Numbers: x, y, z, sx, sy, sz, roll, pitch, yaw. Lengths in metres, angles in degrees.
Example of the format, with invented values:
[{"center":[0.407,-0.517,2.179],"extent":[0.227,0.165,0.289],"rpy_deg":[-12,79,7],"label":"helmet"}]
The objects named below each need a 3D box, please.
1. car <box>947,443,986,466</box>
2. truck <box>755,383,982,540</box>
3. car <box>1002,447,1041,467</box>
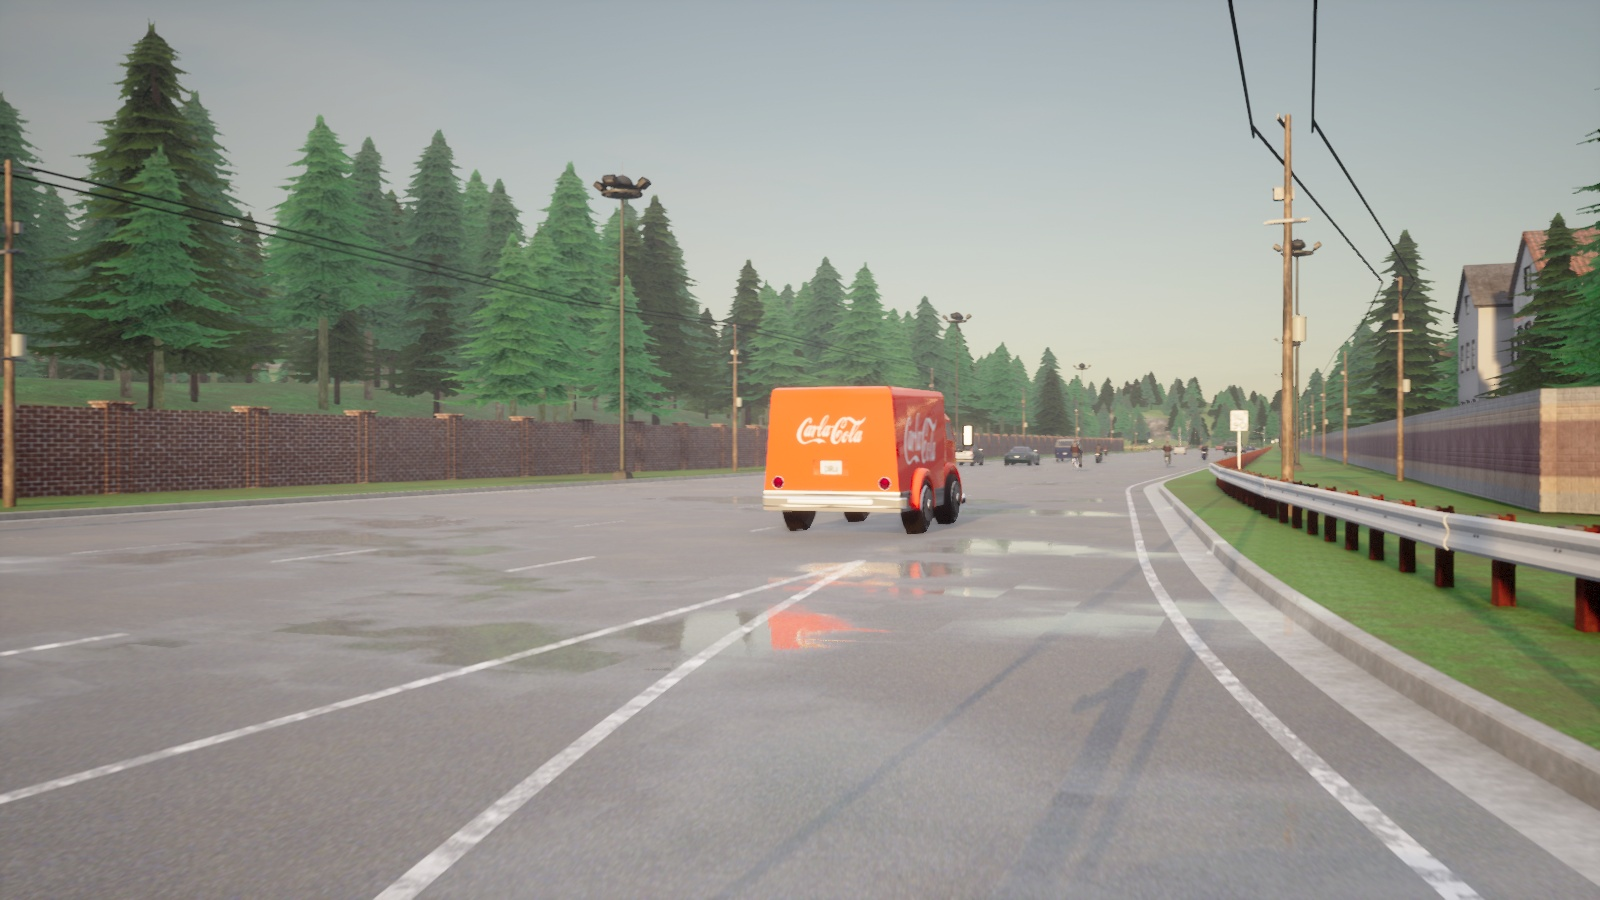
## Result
[{"center":[11.829,0.294,89.132],"extent":[1.851,1.617,3.988],"rpy_deg":[0,0,21],"label":"car"},{"center":[1.416,0.169,22.683],"extent":[2.627,2.467,5.204],"rpy_deg":[0,0,21],"label":"truck"},{"center":[15.861,0.461,89.880],"extent":[1.994,1.385,4.181],"rpy_deg":[0,0,21],"label":"car"}]
